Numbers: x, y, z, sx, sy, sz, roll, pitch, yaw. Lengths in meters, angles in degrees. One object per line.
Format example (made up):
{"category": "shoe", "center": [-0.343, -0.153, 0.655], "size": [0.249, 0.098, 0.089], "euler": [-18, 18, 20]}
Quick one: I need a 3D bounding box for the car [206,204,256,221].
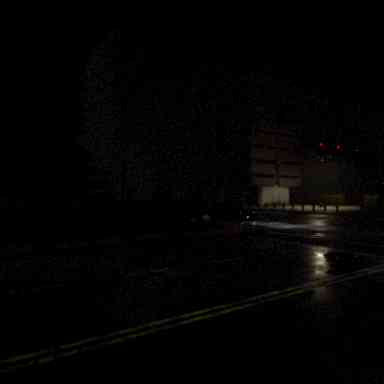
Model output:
{"category": "car", "center": [3.259, 1.719, 28.554], "size": [1.895, 1.301, 4.718], "euler": [0, 0, -34]}

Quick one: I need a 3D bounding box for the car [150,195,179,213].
{"category": "car", "center": [-2.879, 1.341, 37.243], "size": [2.150, 2.045, 5.566], "euler": [0, 0, -36]}
